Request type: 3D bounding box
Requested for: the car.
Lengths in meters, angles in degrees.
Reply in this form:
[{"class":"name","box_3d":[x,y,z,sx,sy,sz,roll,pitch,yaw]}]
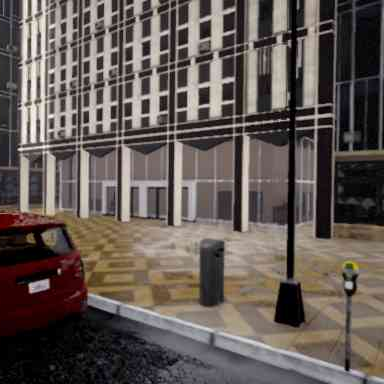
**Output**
[{"class":"car","box_3d":[-3.892,1.267,5.638,5.009,1.841,2.192,1,1,36]}]
